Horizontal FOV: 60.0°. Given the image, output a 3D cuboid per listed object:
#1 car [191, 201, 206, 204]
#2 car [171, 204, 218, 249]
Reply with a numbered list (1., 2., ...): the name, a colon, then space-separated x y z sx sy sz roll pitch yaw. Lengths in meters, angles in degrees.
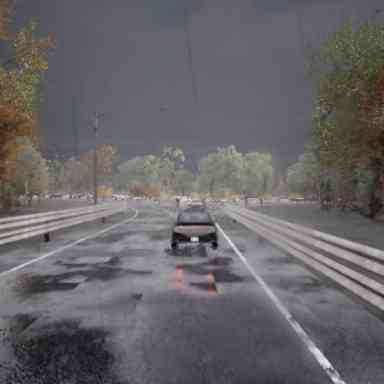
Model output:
1. car: 0.640 1.613 33.960 1.812 1.442 4.674 0 0 6
2. car: 0.104 1.540 14.839 2.128 1.511 4.902 0 0 0
